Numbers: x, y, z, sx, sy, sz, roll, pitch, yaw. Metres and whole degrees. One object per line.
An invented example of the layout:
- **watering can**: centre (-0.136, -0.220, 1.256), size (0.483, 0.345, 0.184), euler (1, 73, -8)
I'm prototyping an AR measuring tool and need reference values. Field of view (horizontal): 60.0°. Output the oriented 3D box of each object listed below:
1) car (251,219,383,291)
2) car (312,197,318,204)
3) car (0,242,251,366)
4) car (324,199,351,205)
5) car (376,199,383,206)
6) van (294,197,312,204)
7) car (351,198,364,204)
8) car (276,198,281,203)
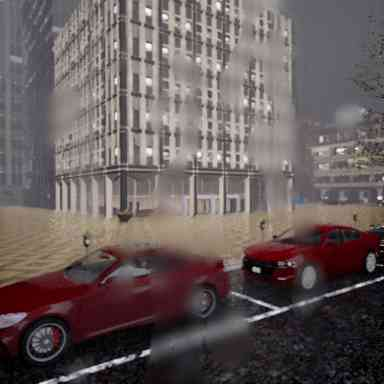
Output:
- **car**: centre (3.307, 1.536, 8.932), size (4.507, 1.381, 1.887), euler (0, 0, -36)
- **car**: centre (28.882, 2.069, 82.019), size (1.967, 1.590, 4.097), euler (-2, 0, -36)
- **car**: centre (-1.190, 1.580, 5.720), size (4.206, 1.307, 1.802), euler (0, 0, -36)
- **car**: centre (28.984, 2.068, 67.456), size (1.887, 1.381, 4.507), euler (-2, 0, -36)
- **car**: centre (35.068, 1.921, 58.985), size (2.008, 1.369, 4.403), euler (-2, 0, -36)
- **van**: centre (24.058, 1.988, 74.338), size (1.690, 1.788, 3.998), euler (-2, 0, -36)
- **car**: centre (35.484, 2.046, 73.045), size (1.802, 1.307, 4.206), euler (-2, 0, -36)
- **car**: centre (22.344, 2.375, 91.033), size (1.802, 1.307, 4.206), euler (-2, 0, -36)
